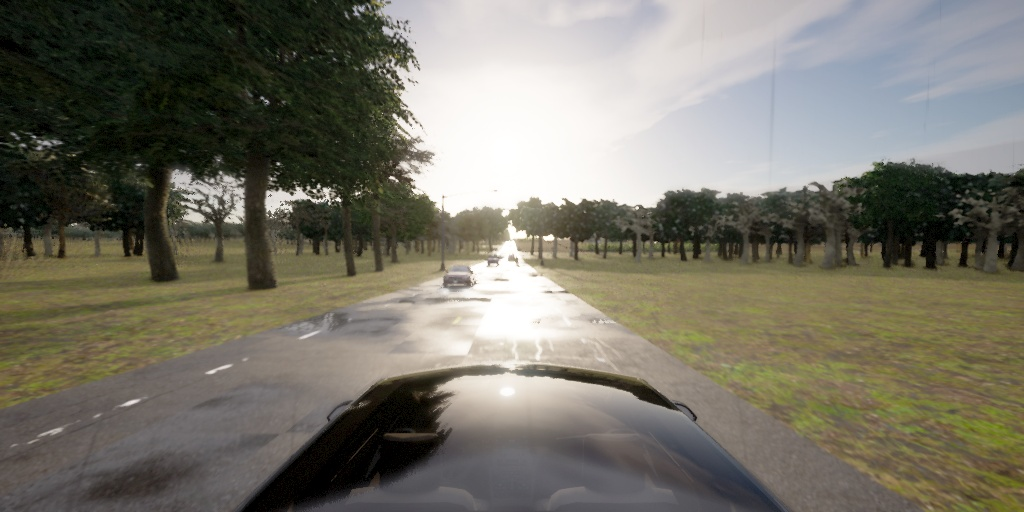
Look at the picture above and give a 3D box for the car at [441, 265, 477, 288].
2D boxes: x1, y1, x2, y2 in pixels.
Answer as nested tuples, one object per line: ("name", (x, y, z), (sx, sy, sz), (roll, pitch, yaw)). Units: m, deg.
("car", (-3.600, 1.374, 25.112), (1.812, 1.442, 4.674), (0, 0, 0))
